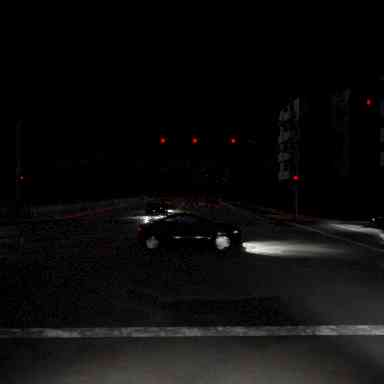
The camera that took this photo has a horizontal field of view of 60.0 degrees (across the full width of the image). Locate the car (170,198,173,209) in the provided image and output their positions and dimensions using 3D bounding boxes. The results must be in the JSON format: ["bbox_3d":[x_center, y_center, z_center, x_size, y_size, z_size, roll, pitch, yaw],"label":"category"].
[{"bbox_3d":[-3.582,1.478,44.405,1.882,1.535,5.008,0,0,0],"label":"car"}]

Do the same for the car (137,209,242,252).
[{"bbox_3d":[-0.116,1.564,13.485,4.181,1.385,1.994,0,0,-1],"label":"car"}]

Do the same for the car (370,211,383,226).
[{"bbox_3d":[13.952,1.505,21.173,4.892,1.490,1.837,0,0,-1],"label":"car"}]

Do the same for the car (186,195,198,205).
[{"bbox_3d":[-0.009,1.352,58.091,2.097,1.767,4.553,0,0,0],"label":"car"}]

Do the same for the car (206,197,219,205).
[{"bbox_3d":[3.491,1.526,58.136,1.812,1.442,4.674,0,0,0],"label":"car"}]

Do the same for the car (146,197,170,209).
[{"bbox_3d":[-3.588,1.526,33.930,1.812,1.442,4.674,0,0,0],"label":"car"}]
